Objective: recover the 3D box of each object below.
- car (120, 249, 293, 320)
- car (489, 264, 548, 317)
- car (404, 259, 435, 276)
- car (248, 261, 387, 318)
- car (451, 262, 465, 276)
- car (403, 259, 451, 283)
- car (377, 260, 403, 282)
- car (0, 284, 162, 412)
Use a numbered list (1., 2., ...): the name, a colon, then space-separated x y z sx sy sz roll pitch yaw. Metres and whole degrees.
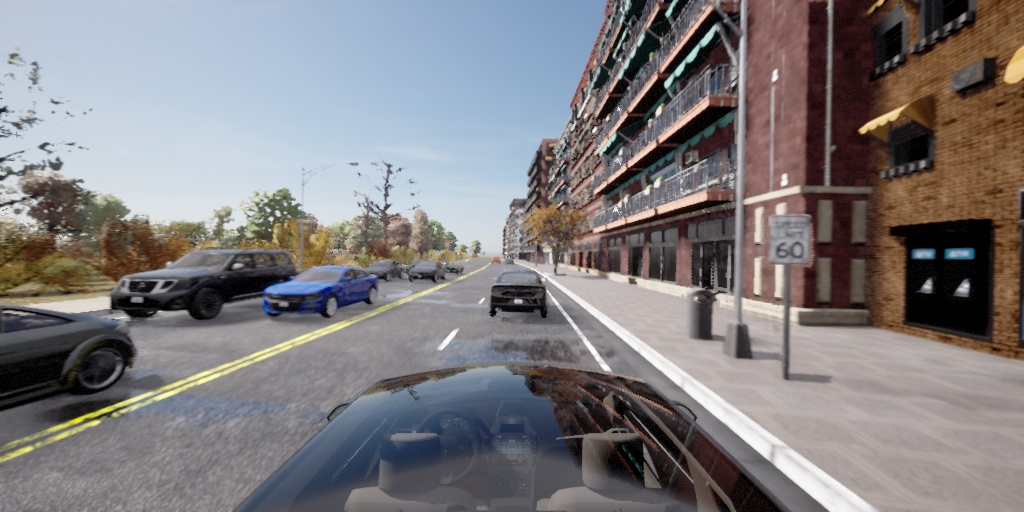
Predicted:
1. car: -9.629 0.776 12.041 2.150 2.045 5.566 1 0 1
2. car: 0.250 1.229 13.352 1.882 1.535 5.008 1 0 1
3. car: -9.225 1.098 36.021 1.837 1.490 4.892 1 0 0
4. car: -6.373 1.097 12.595 1.882 1.535 5.008 1 0 1
5. car: -5.977 1.273 35.987 1.895 1.301 4.718 1 0 0
6. car: -6.127 1.096 26.452 1.882 1.535 5.008 1 0 1
7. car: -9.380 1.058 26.310 1.837 1.490 4.892 1 0 1
8. car: -6.620 1.182 3.578 1.994 1.385 4.181 1 0 2
